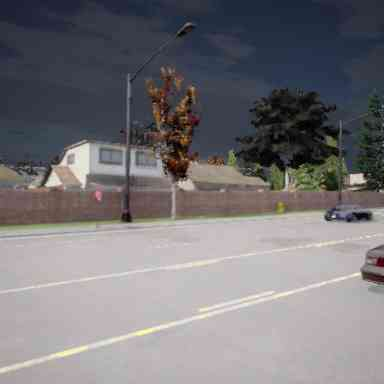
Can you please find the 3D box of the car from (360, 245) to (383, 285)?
[{"bbox_3d":[6.306,1.562,8.244,5.357,1.411,2.033,0,0,-36],"label":"car"}]

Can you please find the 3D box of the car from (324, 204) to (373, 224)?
[{"bbox_3d":[11.976,1.600,25.420,4.181,1.385,1.994,0,0,-35],"label":"car"}]
